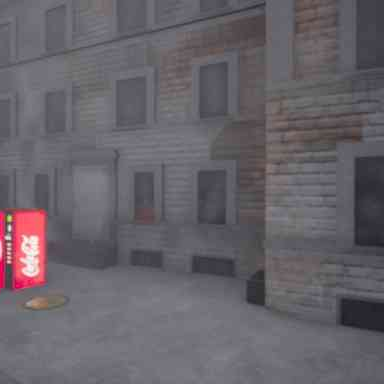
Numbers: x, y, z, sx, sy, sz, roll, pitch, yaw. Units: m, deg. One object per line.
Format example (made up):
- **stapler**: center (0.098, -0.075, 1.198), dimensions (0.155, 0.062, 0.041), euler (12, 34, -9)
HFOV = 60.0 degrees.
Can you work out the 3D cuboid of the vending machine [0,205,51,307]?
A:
- **vending machine**: center (-4.038, 1.379, 7.732), dimensions (0.880, 2.100, 1.100), euler (0, 0, 35)
